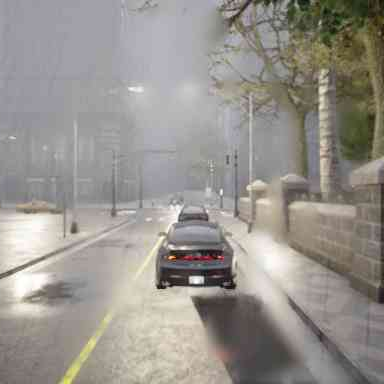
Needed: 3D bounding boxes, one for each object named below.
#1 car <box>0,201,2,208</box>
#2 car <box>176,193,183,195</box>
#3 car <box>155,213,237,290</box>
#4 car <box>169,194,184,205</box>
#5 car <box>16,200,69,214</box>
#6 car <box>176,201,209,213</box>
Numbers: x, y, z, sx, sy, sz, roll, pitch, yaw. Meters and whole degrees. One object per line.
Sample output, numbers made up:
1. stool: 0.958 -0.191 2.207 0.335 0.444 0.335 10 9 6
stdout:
1. car: -26.330 1.496 42.006 4.313 1.339 1.947 1 -1 0
2. car: -3.052 1.316 77.044 2.150 2.045 5.566 0 0 0
3. car: 0.093 1.545 9.159 1.837 1.490 4.892 0 0 0
4. car: -3.095 1.633 61.216 2.128 1.511 4.902 0 0 0
5. car: -14.955 1.542 33.419 4.829 1.417 1.752 1 -1 0
6. car: 0.086 1.569 21.097 1.882 1.535 5.008 0 0 0
